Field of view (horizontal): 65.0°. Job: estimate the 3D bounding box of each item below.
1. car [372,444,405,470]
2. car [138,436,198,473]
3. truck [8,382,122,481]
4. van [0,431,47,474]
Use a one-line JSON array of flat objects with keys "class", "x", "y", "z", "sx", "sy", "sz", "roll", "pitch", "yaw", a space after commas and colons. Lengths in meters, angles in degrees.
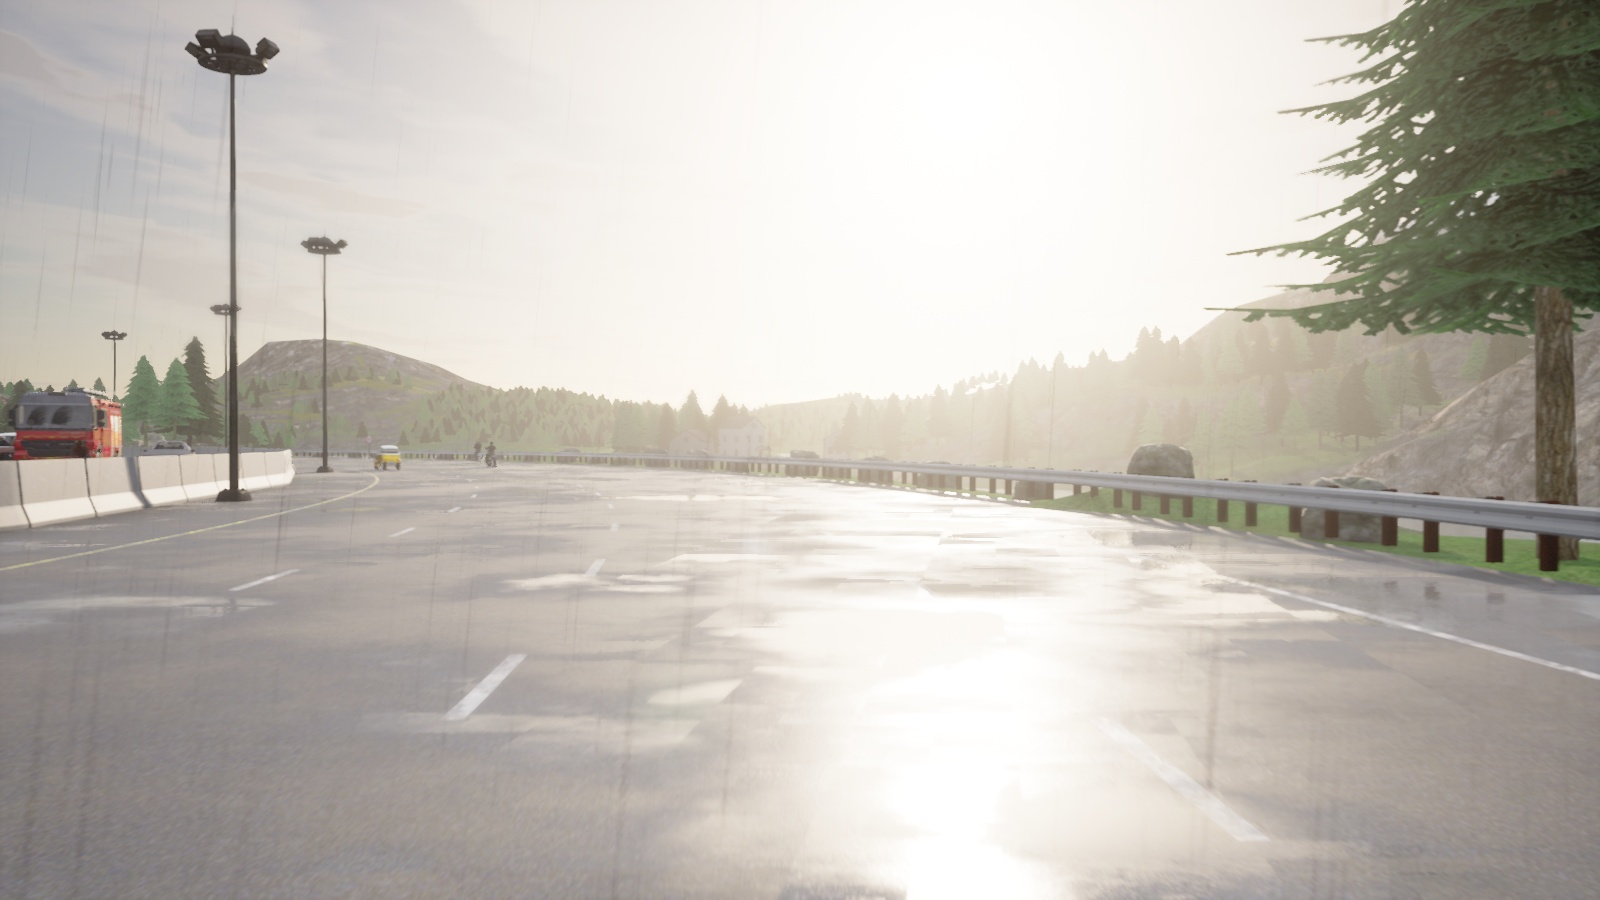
[{"class": "car", "x": -22.933, "y": 0.391, "z": 69.941, "sx": 1.481, "sy": 1.376, "sz": 2.207, "roll": 0, "pitch": 1, "yaw": -25}, {"class": "car", "x": -29.078, "y": 0.178, "z": 57.913, "sx": 2.152, "sy": 1.651, "sz": 5.027, "roll": 0, "pitch": 0, "yaw": -23}, {"class": "truck", "x": -30.960, "y": -0.740, "z": 53.239, "sx": 2.891, "sy": 3.827, "sz": 8.468, "roll": 0, "pitch": 0, "yaw": -21}, {"class": "van", "x": -37.987, "y": 0.100, "z": 60.861, "sx": 2.069, "sy": 2.038, "sz": 4.480, "roll": 0, "pitch": 0, "yaw": -25}]
